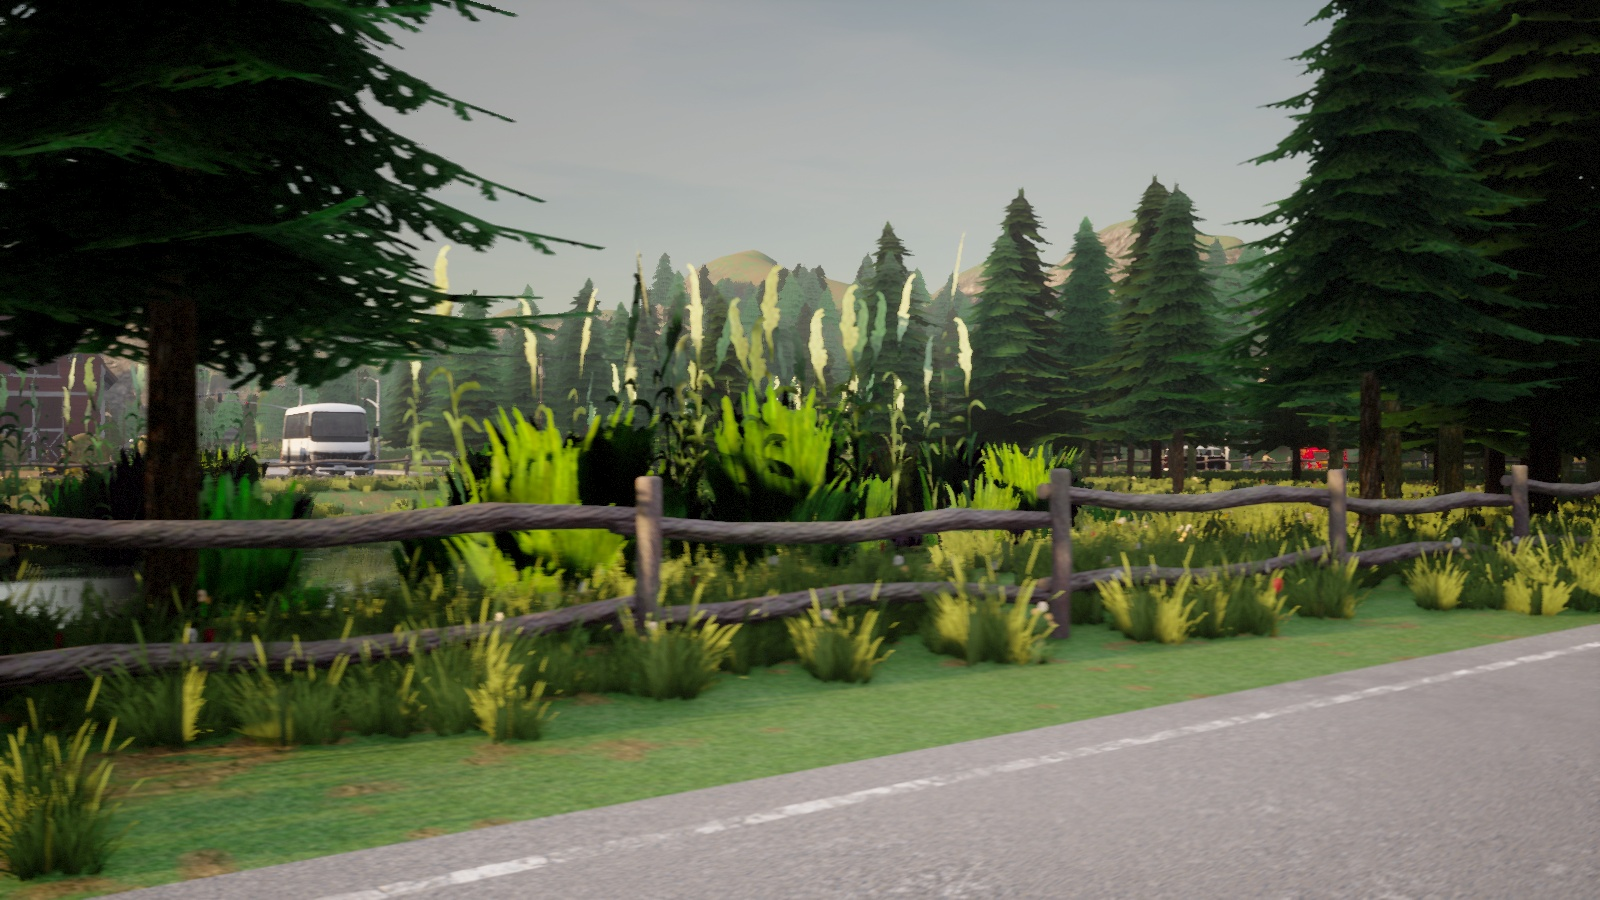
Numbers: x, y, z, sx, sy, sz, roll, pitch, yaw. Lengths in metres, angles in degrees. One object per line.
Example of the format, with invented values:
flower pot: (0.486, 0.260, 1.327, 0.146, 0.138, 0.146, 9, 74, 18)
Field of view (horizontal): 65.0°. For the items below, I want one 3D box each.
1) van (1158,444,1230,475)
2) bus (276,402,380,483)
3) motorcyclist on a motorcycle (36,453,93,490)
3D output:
van: (26.400, 0.602, 84.028, 4.480, 2.038, 2.069, 0, 0, -29)
bus: (-27.180, -0.384, 71.907, 3.944, 4.253, 10.273, 0, 0, -30)
motorcyclist on a motorcycle: (-31.157, 0.900, 53.205, 2.044, 1.523, 0.797, 0, 0, -27)
